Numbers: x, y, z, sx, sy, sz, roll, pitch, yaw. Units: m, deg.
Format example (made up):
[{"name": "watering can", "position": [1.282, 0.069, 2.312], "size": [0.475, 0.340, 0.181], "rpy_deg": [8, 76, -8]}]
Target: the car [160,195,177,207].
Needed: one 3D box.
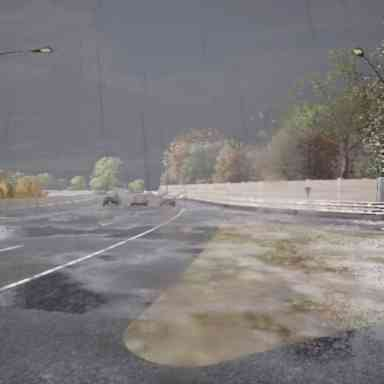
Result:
[{"name": "car", "position": [-2.945, 1.084, 41.115], "size": [1.812, 1.442, 4.674], "rpy_deg": [0, 1, -3]}]

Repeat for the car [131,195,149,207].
[{"name": "car", "position": [-6.502, 1.090, 41.759], "size": [1.994, 1.385, 4.181], "rpy_deg": [0, 1, -4]}]

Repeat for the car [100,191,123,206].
[{"name": "car", "position": [-10.026, 1.000, 42.296], "size": [1.837, 1.490, 4.892], "rpy_deg": [0, 1, -4]}]
